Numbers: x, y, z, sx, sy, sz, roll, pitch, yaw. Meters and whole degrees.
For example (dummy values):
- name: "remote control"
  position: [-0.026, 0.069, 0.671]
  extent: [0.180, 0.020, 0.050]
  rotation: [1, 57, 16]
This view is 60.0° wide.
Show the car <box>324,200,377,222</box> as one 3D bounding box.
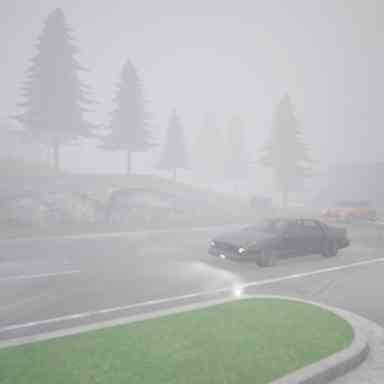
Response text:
- name: "car"
  position: [11.989, 1.428, 25.340]
  extent: [4.553, 1.767, 2.097]
  rotation: [0, 0, -33]

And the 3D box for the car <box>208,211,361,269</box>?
- name: "car"
  position: [3.177, 1.569, 11.422]
  extent: [5.357, 1.411, 2.033]
  rotation: [0, 0, -32]
